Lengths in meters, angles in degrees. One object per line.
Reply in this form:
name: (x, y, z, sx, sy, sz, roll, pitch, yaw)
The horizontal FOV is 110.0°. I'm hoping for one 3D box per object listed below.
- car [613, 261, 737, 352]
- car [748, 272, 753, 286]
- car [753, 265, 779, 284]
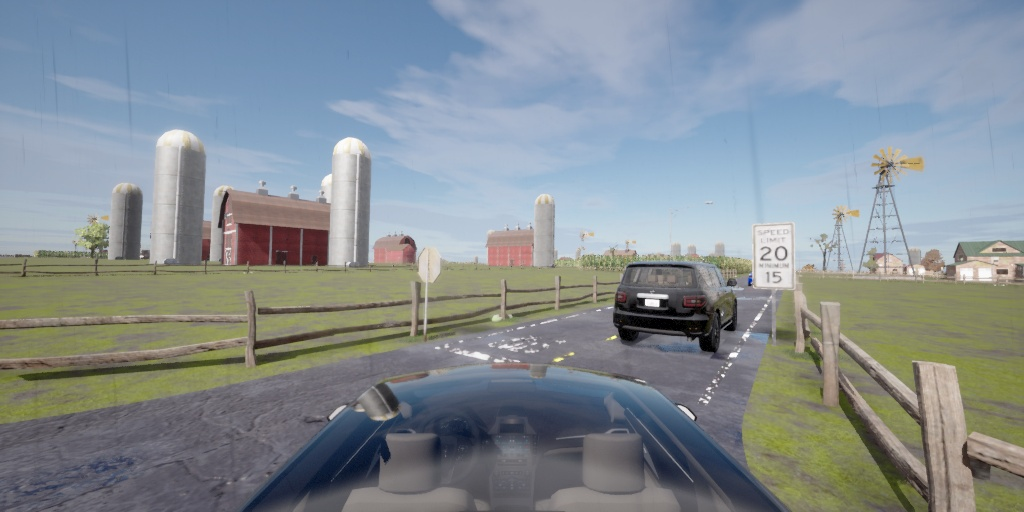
car: (4.676, 1.171, 9.862, 2.150, 2.045, 5.566, -1, -2, 38)
car: (24.354, 2.177, 35.032, 1.882, 1.535, 5.008, -1, -2, 38)
car: (30.628, 2.165, 43.156, 2.150, 2.045, 5.566, -1, -2, 38)
